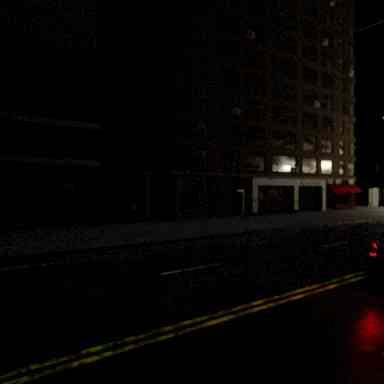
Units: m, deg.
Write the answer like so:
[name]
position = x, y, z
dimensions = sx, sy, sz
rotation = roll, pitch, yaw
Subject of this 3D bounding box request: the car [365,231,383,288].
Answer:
[car]
position = 6.127, 1.291, 7.828
dimensions = 4.553, 1.767, 2.097
rotation = 0, 0, -35
